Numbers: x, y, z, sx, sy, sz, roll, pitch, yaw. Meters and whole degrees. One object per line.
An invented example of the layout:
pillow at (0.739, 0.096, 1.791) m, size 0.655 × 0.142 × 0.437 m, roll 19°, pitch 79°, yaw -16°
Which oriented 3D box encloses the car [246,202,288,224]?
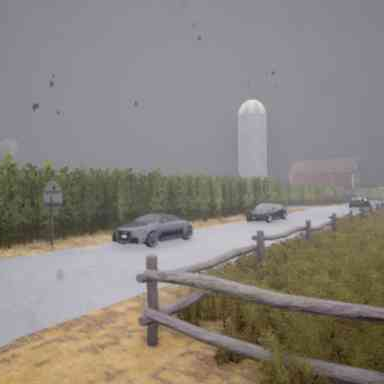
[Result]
car at (6.019, 1.596, 26.554) m, size 1.882 × 1.535 × 5.008 m, roll -1°, pitch 1°, yaw 36°

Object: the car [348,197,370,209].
car at (21.181, 1.400, 42.149) m, size 1.837 × 1.490 × 4.892 m, roll -1°, pitch 0°, yaw 36°

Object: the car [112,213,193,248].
car at (-1.753, 1.703, 15.746) m, size 1.994 × 1.385 × 4.181 m, roll -1°, pitch -1°, yaw 35°
